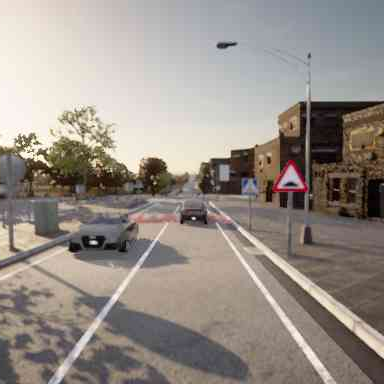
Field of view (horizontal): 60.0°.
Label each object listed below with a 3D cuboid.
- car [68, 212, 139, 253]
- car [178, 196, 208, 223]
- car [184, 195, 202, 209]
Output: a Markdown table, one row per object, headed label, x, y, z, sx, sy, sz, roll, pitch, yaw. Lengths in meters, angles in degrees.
| label | x | y | z | sx | sy | sz | roll | pitch | yaw |
| --- | --- | --- | --- | --- | --- | --- | --- | --- | --- |
| car | -3.341 | 1.499 | 13.245 | 1.994 | 1.385 | 4.181 | 0 | 1 | 0 |
| car | 0.109 | 1.177 | 23.735 | 1.837 | 1.490 | 4.892 | 0 | 7 | 0 |
| car | 0.115 | 1.134 | 39.280 | 2.033 | 1.411 | 5.357 | 0 | 1 | 0 |
